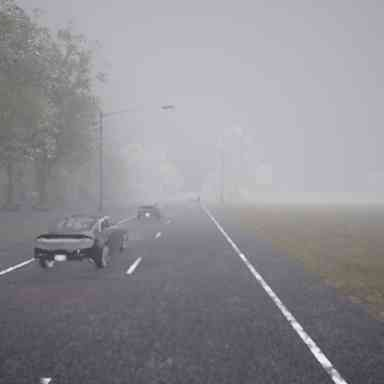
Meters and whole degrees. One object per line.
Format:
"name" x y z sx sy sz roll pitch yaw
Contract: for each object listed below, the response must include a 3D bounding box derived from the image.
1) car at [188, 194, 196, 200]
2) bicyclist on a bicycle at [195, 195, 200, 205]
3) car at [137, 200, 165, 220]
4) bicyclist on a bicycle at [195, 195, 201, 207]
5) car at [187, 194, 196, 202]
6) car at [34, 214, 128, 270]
"car" -0.002 1.311 84.499 1.812 1.442 4.674 0 0 0
"bicyclist on a bicycle" 0.956 1.386 56.556 0.866 1.612 1.509 0 0 0
"car" -3.403 1.479 27.822 1.837 1.490 4.892 0 0 0
"bicyclist on a bicycle" 0.960 1.412 46.542 0.582 1.620 1.656 0 0 0
"car" -0.002 1.486 73.952 1.994 1.385 4.181 0 0 0
"car" -3.401 1.481 11.016 2.128 1.511 4.902 0 0 0
